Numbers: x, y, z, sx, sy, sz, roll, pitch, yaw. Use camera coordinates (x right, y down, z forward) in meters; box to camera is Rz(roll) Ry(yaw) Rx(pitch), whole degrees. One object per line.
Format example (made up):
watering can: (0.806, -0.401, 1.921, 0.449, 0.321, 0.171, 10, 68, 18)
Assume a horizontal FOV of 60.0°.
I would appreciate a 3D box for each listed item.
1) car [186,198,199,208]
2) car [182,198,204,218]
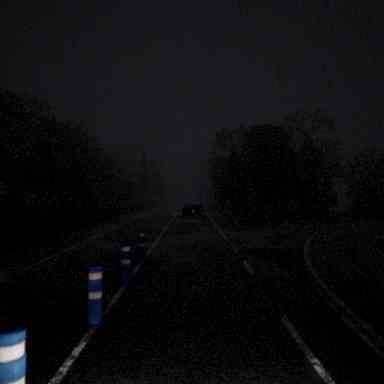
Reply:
car: (0.107, 1.687, 50.796, 1.812, 1.442, 4.674, 1, -2, 0)
car: (0.095, 1.498, 30.945, 1.882, 1.535, 5.008, 0, 0, 0)
